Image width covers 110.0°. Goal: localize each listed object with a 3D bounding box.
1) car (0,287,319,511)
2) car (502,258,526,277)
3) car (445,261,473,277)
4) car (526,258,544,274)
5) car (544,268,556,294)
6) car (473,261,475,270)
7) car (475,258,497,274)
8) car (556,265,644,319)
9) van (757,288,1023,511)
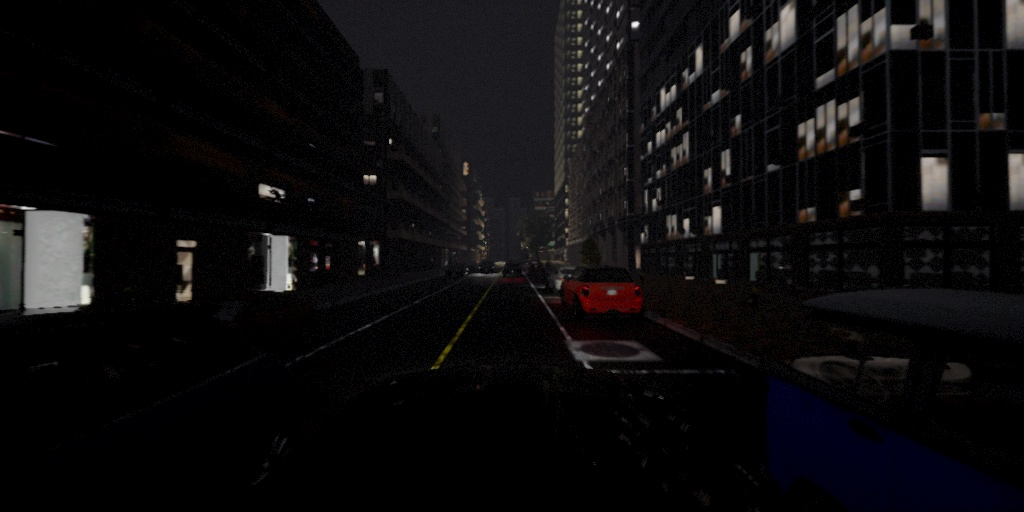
[{"bbox_3d":[-2.851,1.103,1.131,2.097,1.767,4.553,0,0,0],"label":"car"},{"bbox_3d":[0.060,1.231,35.483,2.128,1.511,4.902,0,0,0],"label":"car"},{"bbox_3d":[-5.318,1.306,34.995,1.948,1.339,4.313,0,0,0],"label":"car"},{"bbox_3d":[2.573,1.178,40.518,1.967,1.591,4.097,0,0,0],"label":"car"},{"bbox_3d":[3.027,1.269,19.883,1.812,1.442,4.674,0,0,0],"label":"car"},{"bbox_3d":[-5.281,1.288,46.288,2.007,1.370,4.403,0,0,0],"label":"car"},{"bbox_3d":[-2.833,1.243,41.737,1.837,1.490,4.892,0,0,0],"label":"car"},{"bbox_3d":[2.990,1.098,12.852,2.097,1.767,4.553,0,0,0],"label":"car"},{"bbox_3d":[2.567,1.091,0.952,1.690,1.789,3.998,0,0,0],"label":"van"}]
